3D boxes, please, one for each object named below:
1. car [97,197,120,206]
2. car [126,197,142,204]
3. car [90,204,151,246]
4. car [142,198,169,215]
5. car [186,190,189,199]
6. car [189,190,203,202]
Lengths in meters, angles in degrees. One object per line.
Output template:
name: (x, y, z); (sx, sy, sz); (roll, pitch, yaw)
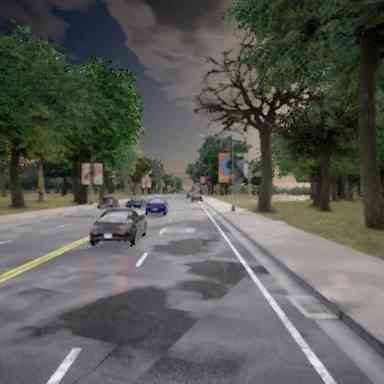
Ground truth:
car: (-9.927, 1.320, 39.729); (1.812, 1.442, 4.674); (0, 0, 0)
car: (-6.680, 1.342, 39.758); (2.033, 1.411, 5.357); (0, 0, 0)
car: (-3.150, 1.466, 14.774); (1.812, 1.442, 4.674); (0, 0, 0)
car: (-3.204, 1.324, 31.299); (1.882, 1.535, 5.008); (0, 0, 0)
car: (-0.298, 0.745, 81.416); (2.097, 1.767, 4.553); (0, 0, 0)
car: (0.930, 0.988, 64.003); (2.097, 1.767, 4.553); (0, 0, 0)
